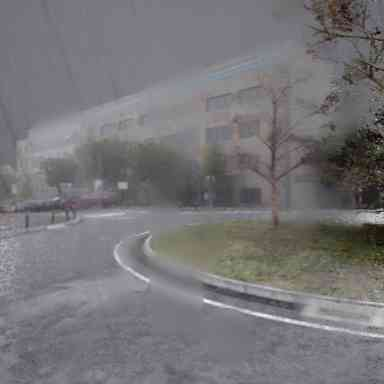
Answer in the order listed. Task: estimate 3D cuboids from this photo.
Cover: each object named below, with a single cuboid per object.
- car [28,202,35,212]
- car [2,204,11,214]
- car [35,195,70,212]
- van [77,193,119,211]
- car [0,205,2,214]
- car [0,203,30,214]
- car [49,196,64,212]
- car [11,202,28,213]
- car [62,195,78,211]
[{"bbox_3d":[-19.256,1.944,45.859,2.163,1.488,4.792,-4,-2,39],"label":"car"},{"bbox_3d":[-25.592,2.395,51.330,1.946,1.575,5.366,-4,-2,39],"label":"car"},{"bbox_3d":[-17.115,1.501,44.098,2.435,2.045,5.566,-4,-2,39],"label":"car"},{"bbox_3d":[-10.567,1.105,38.919,1.878,1.987,4.442,-3,-1,39],"label":"van"},{"bbox_3d":[-27.847,2.593,52.977,2.163,1.488,4.792,-4,-2,39],"label":"car"},{"bbox_3d":[-29.906,2.720,54.867,1.946,1.575,5.366,-4,-2,39],"label":"car"},{"bbox_3d":[-14.972,1.596,42.382,2.097,1.535,5.008,-4,-2,39],"label":"car"},{"bbox_3d":[-23.533,2.268,49.440,2.163,1.488,4.792,-4,-2,39],"label":"car"},{"bbox_3d":[-12.764,1.481,40.612,2.163,1.488,4.792,-4,-1,39],"label":"car"}]
